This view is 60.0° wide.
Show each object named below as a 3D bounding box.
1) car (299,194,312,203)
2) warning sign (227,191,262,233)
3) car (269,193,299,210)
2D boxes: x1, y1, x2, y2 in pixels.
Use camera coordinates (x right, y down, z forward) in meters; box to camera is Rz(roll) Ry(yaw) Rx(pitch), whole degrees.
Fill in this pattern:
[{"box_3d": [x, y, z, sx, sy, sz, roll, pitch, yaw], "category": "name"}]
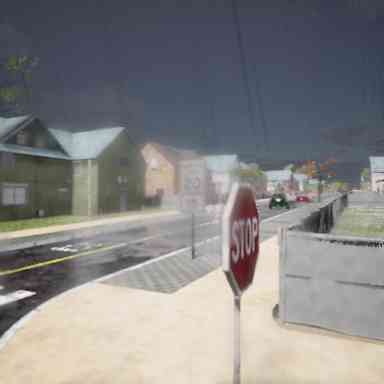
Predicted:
[{"box_3d": [16.352, 0.913, 48.760, 1.994, 1.385, 4.181, -1, 0, 27], "category": "car"}, {"box_3d": [2.471, 0.925, 15.701, 1.300, 1.860, 1.060, -2, -2, 27], "category": "warning sign"}, {"box_3d": [9.687, 0.882, 35.540, 2.097, 1.767, 4.553, -1, 0, 27], "category": "car"}]
